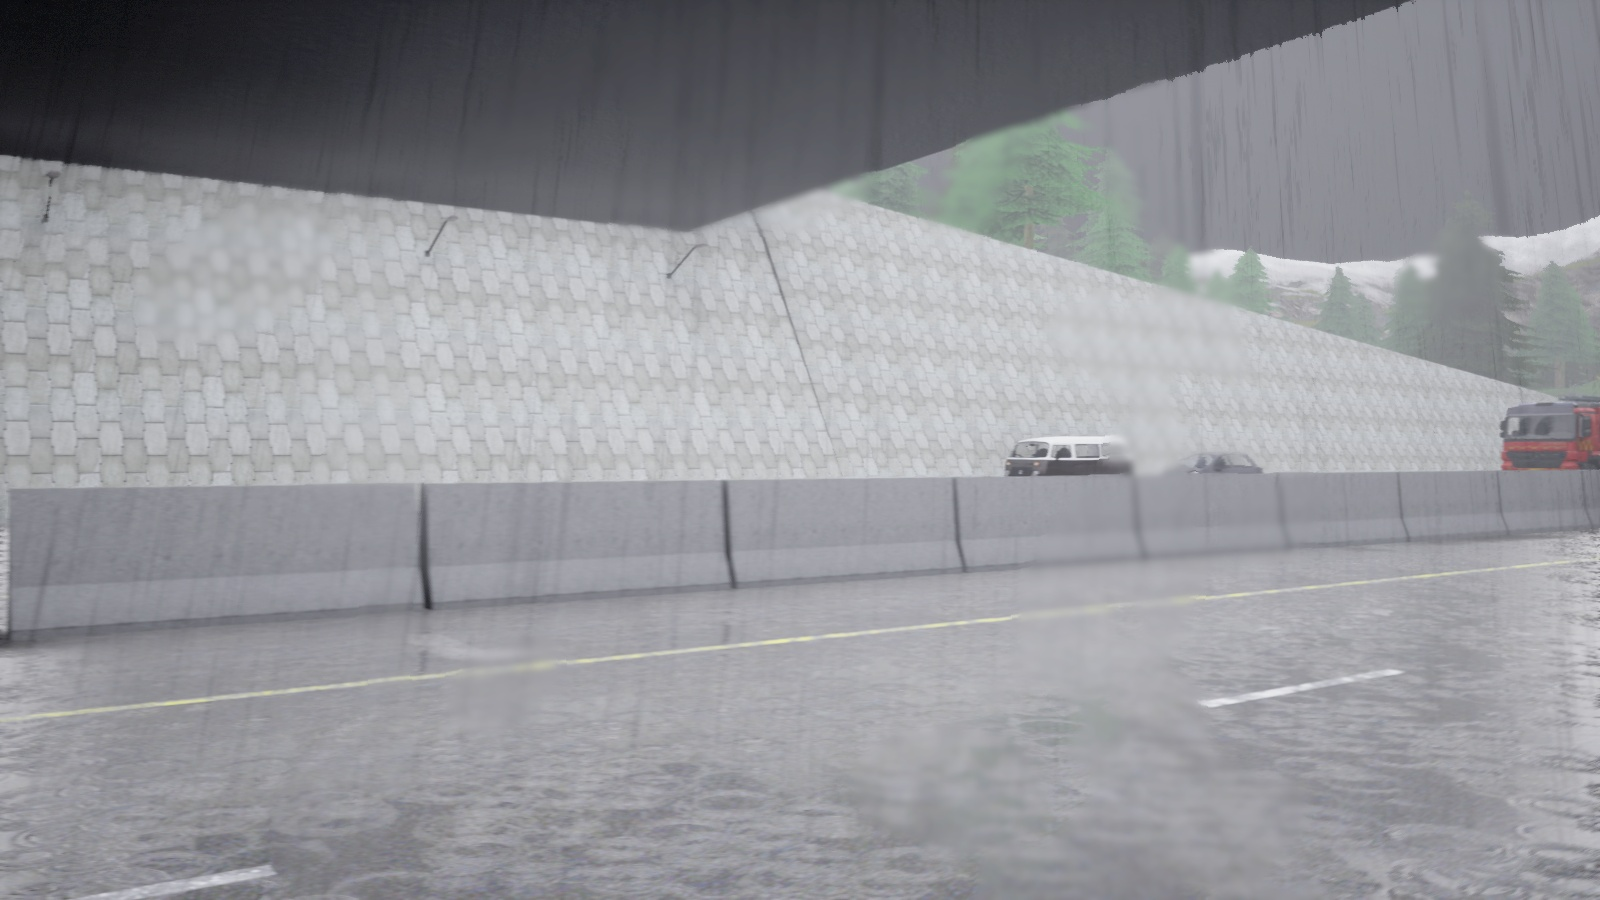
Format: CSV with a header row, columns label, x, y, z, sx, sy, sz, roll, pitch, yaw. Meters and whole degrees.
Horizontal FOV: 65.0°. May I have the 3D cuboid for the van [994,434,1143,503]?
label,x,y,z,sx,sy,sz,roll,pitch,yaw
van,8.441,0.547,39.349,4.480,2.038,2.069,0,0,-35

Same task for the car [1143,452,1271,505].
label,x,y,z,sx,sy,sz,roll,pitch,yaw
car,12.243,0.825,37.727,3.633,1.501,1.845,0,0,-35

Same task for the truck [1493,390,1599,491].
label,x,y,z,sx,sy,sz,roll,pitch,yaw
truck,32.021,-0.361,51.465,8.468,3.827,2.891,0,0,-35
